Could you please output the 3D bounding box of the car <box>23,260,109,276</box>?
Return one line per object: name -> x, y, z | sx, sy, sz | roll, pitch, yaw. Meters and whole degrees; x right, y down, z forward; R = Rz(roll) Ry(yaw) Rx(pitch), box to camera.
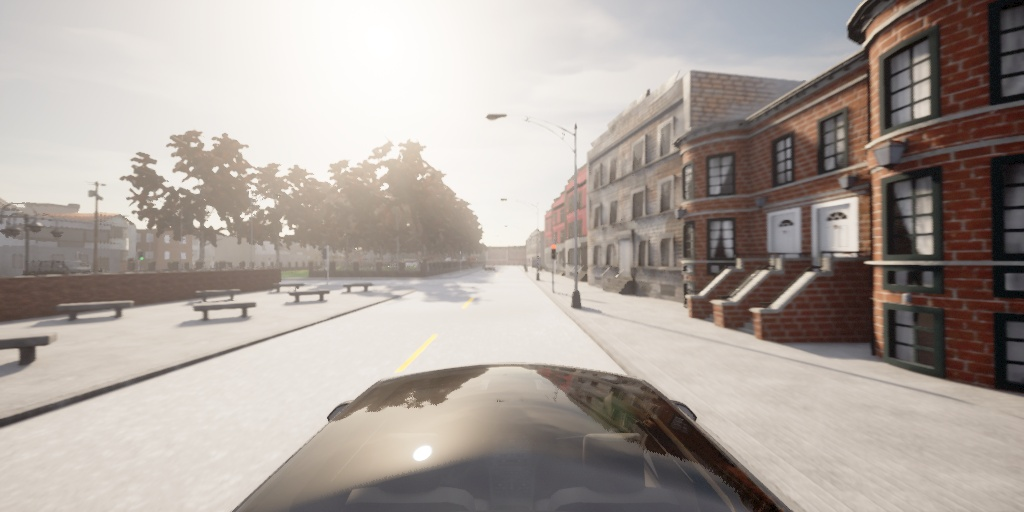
car -> -37.667, 1.359, 30.372 | 5.566, 2.045, 2.150 | 0, -1, 0
